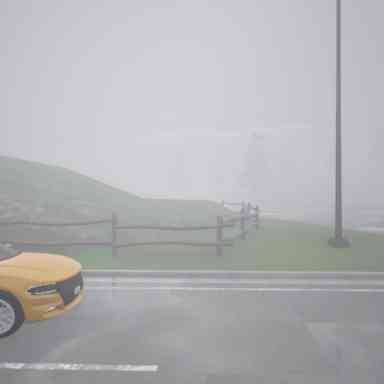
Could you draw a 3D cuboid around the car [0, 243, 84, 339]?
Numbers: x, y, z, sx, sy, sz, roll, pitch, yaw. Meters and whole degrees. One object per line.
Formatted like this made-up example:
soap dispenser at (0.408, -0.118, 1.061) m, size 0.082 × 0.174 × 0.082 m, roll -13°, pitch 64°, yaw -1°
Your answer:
car at (-4.539, 1.477, 6.035) m, size 5.008 × 1.535 × 1.882 m, roll 0°, pitch 0°, yaw 2°
